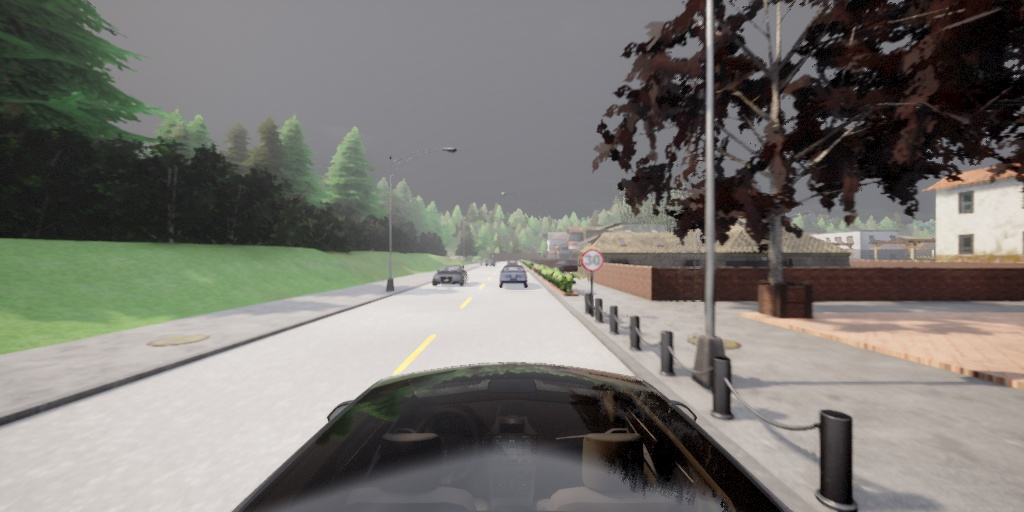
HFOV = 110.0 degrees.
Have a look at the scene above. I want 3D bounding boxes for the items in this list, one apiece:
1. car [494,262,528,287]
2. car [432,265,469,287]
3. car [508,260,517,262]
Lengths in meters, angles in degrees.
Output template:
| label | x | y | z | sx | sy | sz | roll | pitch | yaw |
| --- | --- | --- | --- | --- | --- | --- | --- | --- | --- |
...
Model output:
| label | x | y | z | sx | sy | sz | roll | pitch | yaw |
| --- | --- | --- | --- | --- | --- | --- | --- | --- | --- |
| car | 0.093 | 1.315 | 24.584 | 2.033 | 1.411 | 5.357 | 0 | 0 | 0 |
| car | -4.104 | 1.331 | 24.429 | 1.994 | 1.385 | 4.181 | 0 | 0 | 0 |
| car | 0.087 | 1.339 | 58.497 | 2.033 | 1.411 | 5.357 | 0 | 0 | 0 |
